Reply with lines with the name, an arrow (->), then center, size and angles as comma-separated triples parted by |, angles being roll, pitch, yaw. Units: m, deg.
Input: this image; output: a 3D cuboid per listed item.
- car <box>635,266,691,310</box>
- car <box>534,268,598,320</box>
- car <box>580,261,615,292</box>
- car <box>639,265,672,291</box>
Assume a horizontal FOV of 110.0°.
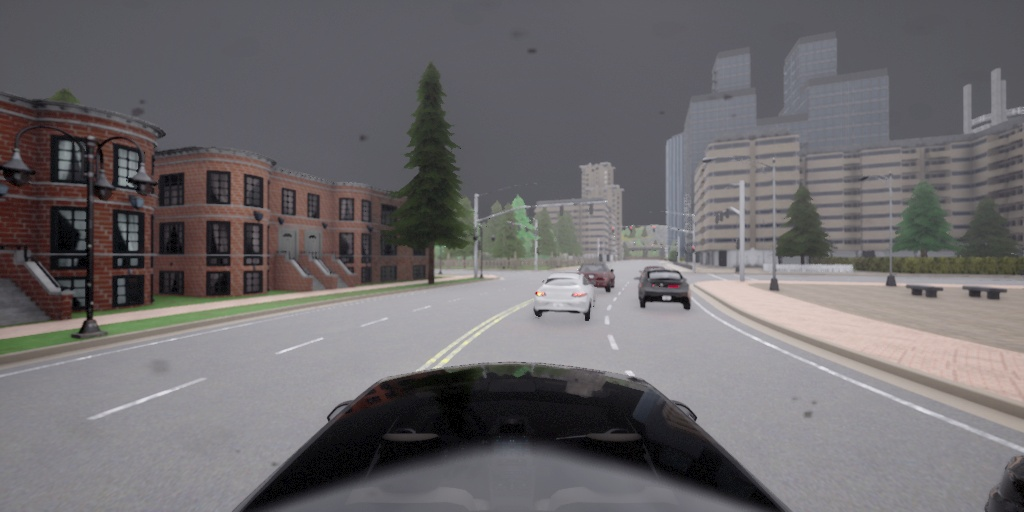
car -> 6.421, 1.322, 15.417 | 1.837, 1.490, 4.892 | 0, -1, 18
car -> 1.999, 1.331, 12.990 | 1.812, 1.442, 4.674 | 0, 0, 15
car -> 5.193, 1.203, 22.307 | 2.097, 1.767, 4.553 | 0, 0, 20
car -> 9.444, 1.386, 23.773 | 1.812, 1.442, 4.674 | 0, 0, 20
